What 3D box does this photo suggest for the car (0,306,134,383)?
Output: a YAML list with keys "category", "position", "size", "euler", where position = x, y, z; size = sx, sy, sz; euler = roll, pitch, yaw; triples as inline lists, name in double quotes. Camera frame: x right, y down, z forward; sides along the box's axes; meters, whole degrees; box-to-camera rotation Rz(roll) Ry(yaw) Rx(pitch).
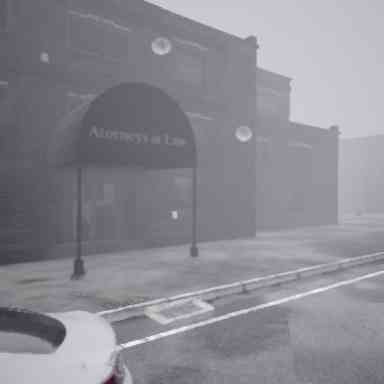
- category: "car"
  position: [-2.612, 1.525, 1.819]
  size: [4.674, 1.442, 1.812]
  euler: [0, 0, -35]
